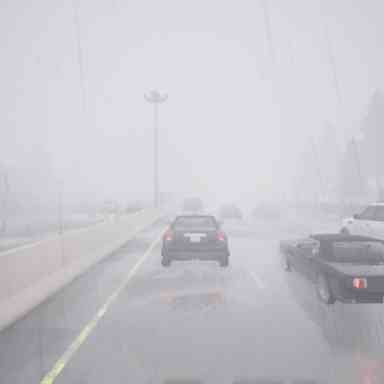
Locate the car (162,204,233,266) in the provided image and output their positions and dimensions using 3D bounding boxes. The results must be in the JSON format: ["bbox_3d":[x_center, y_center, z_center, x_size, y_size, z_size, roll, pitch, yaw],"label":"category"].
[{"bbox_3d":[0.100,1.487,12.242,2.097,1.767,4.553,0,-1,0],"label":"car"}]

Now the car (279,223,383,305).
[{"bbox_3d":[3.600,1.693,8.228,1.895,1.301,4.718,0,-1,0],"label":"car"}]

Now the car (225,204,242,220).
[{"bbox_3d":[3.601,1.899,32.035,2.033,1.411,5.357,0,-1,0],"label":"car"}]

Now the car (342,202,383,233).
[{"bbox_3d":[7.100,1.348,11.357,2.150,2.045,5.566,0,-1,0],"label":"car"}]

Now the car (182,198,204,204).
[{"bbox_3d":[0.099,1.621,36.287,2.150,2.045,5.566,0,0,0],"label":"car"}]

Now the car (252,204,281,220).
[{"bbox_3d":[7.101,1.899,32.027,2.033,1.411,5.357,0,-1,0],"label":"car"}]
